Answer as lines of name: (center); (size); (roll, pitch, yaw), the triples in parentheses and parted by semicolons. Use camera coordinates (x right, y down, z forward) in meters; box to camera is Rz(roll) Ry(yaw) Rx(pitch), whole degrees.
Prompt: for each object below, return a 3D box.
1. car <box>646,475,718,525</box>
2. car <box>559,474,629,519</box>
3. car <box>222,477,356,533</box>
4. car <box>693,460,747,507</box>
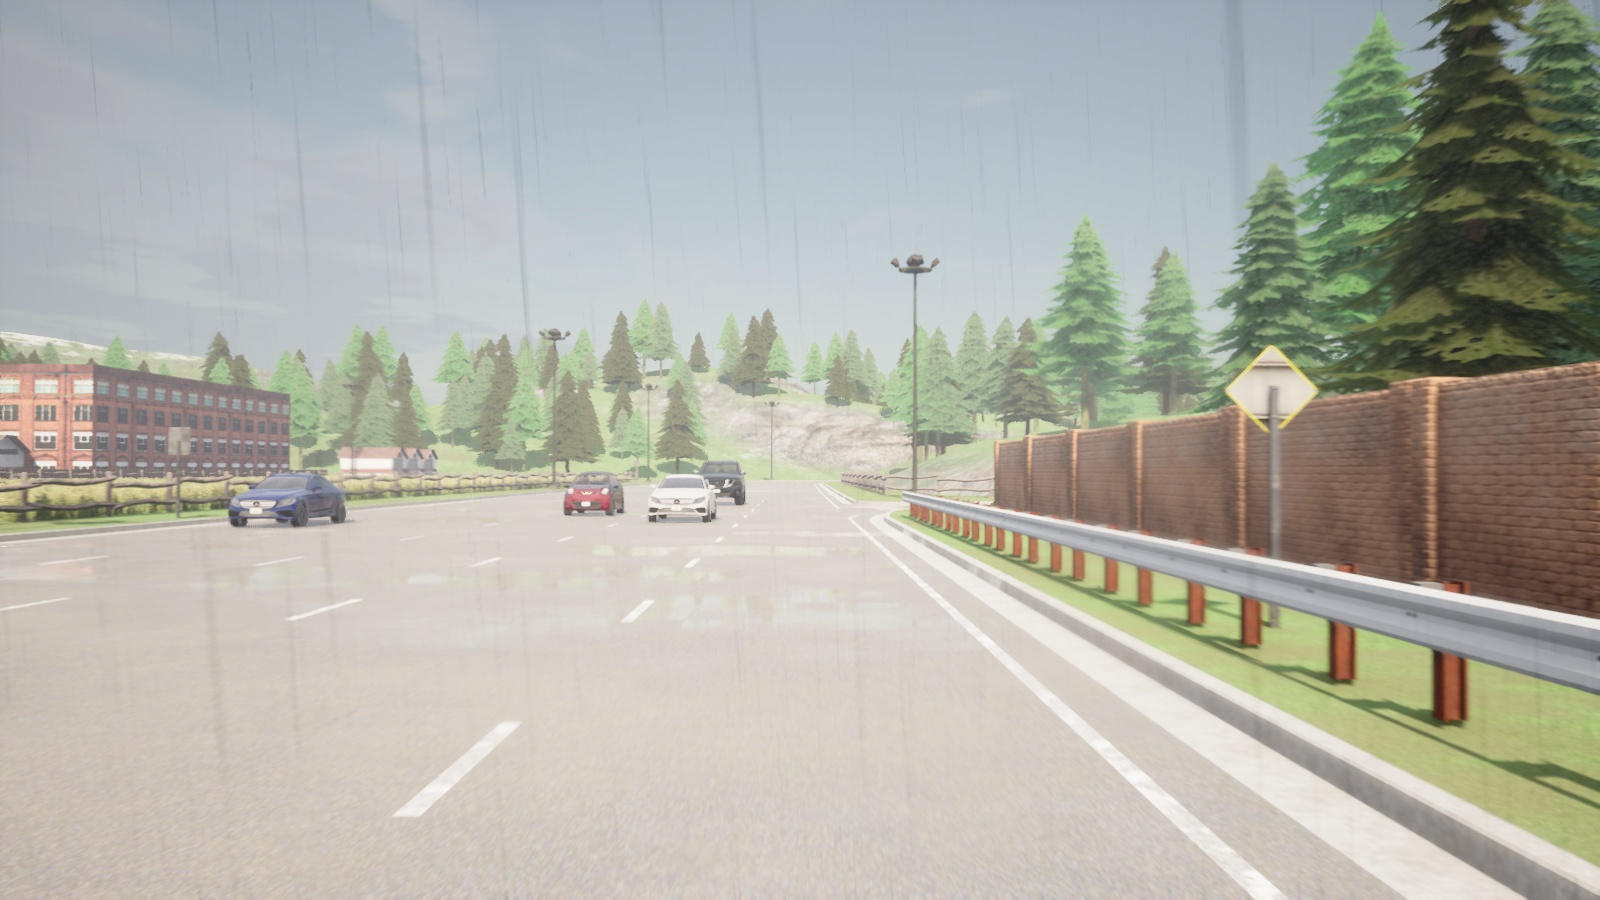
car: (-3.595, 1.510, 39.112); (1.812, 1.442, 4.674); (0, -1, 0)
car: (-7.106, 1.589, 43.705); (1.845, 1.501, 3.633); (0, -1, 0)
car: (-14.085, 1.481, 34.903); (1.812, 1.442, 4.674); (0, -1, 0)
car: (-3.642, 1.523, 58.143); (2.150, 2.045, 5.566); (0, -1, 0)
